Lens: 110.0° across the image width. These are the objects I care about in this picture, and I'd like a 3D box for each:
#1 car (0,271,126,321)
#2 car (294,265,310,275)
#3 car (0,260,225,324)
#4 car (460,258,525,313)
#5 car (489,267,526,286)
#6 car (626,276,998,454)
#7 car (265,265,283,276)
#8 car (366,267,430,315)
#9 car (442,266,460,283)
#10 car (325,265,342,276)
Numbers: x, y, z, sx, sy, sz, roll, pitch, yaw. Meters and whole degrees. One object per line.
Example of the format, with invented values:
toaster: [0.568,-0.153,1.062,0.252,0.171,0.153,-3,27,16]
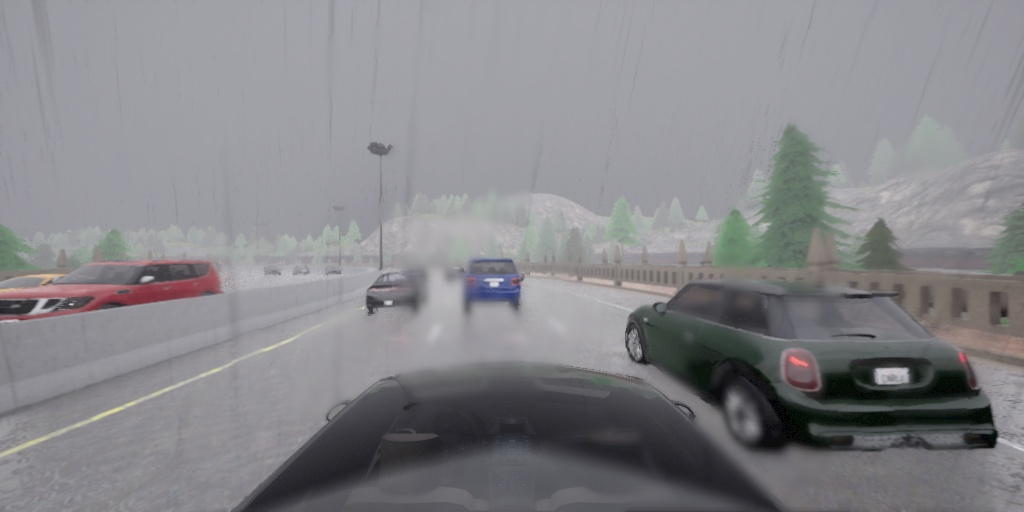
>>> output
car: [-18.727,1.469,14.269,1.882,1.535,5.008,0,-1,-9]
car: [-31.389,2.089,53.556,2.128,1.511,4.902,0,-1,-36]
car: [-11.158,1.122,10.511,2.150,2.045,5.566,0,-1,-6]
car: [-0.956,1.099,15.062,2.150,2.045,5.566,0,-1,-7]
car: [-0.496,1.620,29.834,1.895,1.301,4.718,0,-1,-16]
car: [3.346,1.113,5.331,2.097,1.767,4.553,0,0,-2]
car: [-34.714,2.123,52.189,1.837,1.490,4.892,0,-1,-36]
car: [-4.448,1.387,14.484,2.128,1.511,4.902,0,-1,-7]
car: [-5.138,1.613,32.853,1.812,1.442,4.674,0,-1,-18]
car: [-25.535,2.001,51.228,1.837,1.490,4.892,0,-1,-32]
